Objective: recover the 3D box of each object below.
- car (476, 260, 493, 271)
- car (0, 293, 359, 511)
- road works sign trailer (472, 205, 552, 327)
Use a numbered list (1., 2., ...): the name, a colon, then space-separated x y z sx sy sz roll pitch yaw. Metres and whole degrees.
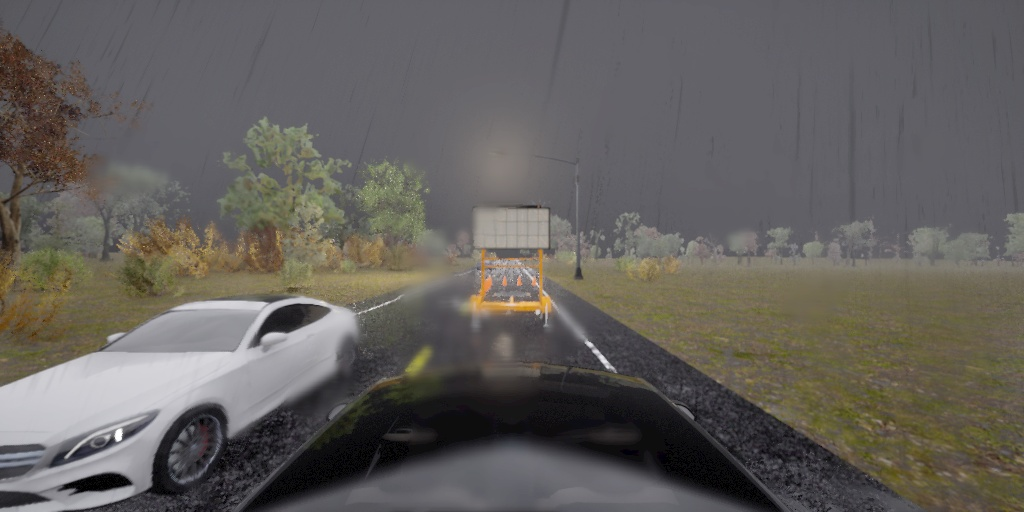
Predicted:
1. car: -3.606 1.238 47.594 1.812 1.442 4.674 0 0 0
2. car: -3.601 1.272 4.629 1.812 1.442 4.674 0 0 0
3. road works sign trailer: -0.001 0.203 11.387 2.380 3.560 2.880 0 0 0
